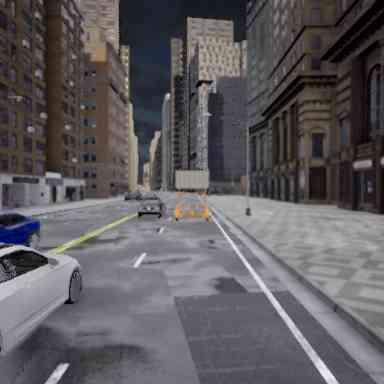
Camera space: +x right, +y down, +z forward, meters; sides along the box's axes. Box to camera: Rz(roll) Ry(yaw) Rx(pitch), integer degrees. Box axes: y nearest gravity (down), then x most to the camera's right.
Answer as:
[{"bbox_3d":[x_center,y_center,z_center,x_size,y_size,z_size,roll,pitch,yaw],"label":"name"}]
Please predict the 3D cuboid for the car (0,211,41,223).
[{"bbox_3d":[-6.598,1.358,10.476,1.882,1.535,5.008,0,1,0],"label":"car"}]

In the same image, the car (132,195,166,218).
[{"bbox_3d":[-3.151,1.245,26.735,2.033,1.411,5.357,0,1,0],"label":"car"}]

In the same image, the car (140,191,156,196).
[{"bbox_3d":[-6.558,0.915,52.342,1.837,1.490,4.892,0,1,0],"label":"car"}]

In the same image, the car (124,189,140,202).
[{"bbox_3d":[-9.800,0.593,55.850,2.150,2.045,5.566,0,1,1],"label":"car"}]

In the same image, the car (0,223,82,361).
[{"bbox_3d":[-3.150,1.469,4.894,1.812,1.442,4.674,0,1,0],"label":"car"}]

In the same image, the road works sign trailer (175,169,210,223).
[{"bbox_3d":[0.014,0.206,22.849,2.380,3.560,2.880,0,1,0],"label":"road works sign trailer"}]
